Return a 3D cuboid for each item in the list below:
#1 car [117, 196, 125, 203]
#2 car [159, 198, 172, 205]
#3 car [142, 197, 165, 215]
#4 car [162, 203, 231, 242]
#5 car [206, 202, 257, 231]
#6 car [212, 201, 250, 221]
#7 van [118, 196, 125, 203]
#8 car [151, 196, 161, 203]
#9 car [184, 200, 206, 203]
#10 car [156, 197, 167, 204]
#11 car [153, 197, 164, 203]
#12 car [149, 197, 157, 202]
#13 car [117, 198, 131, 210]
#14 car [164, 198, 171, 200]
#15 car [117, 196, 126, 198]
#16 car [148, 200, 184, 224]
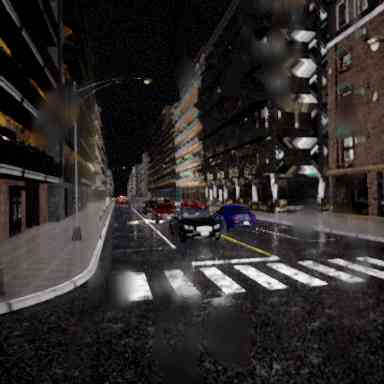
[{"bbox_3d":[-19.881,1.964,93.191,2.192,1.841,5.009,-1,0,-13],"label":"car"},{"bbox_3d":[-5.463,1.862,67.404,2.008,1.369,4.403,-1,0,-13],"label":"car"},{"bbox_3d":[-4.453,1.686,36.698,1.837,1.490,4.892,-1,0,-13],"label":"car"},{"bbox_3d":[0.022,1.550,16.822,2.128,1.511,4.902,-1,0,-13],"label":"car"},{"bbox_3d":[2.463,1.554,20.550,1.812,1.442,4.674,-1,0,-13],"label":"car"},{"bbox_3d":[3.230,1.562,28.910,1.752,1.417,4.829,-1,0,-13],"label":"car"},{"bbox_3d":[-18.633,1.941,87.670,1.690,1.788,3.998,-1,0,-13],"label":"van"},{"bbox_3d":[-9.206,1.874,83.971,1.967,1.590,4.097,-1,0,-13],"label":"car"},{"bbox_3d":[0.773,1.655,39.788,1.887,1.381,4.507,-1,0,-13],"label":"car"},{"bbox_3d":[-6.710,1.902,72.927,2.008,1.369,4.403,-1,0,-13],"label":"car"},{"bbox_3d":[-7.958,1.936,78.450,1.887,1.381,4.507,-1,0,-13],"label":"car"},{"bbox_3d":[-10.452,2.059,89.495,1.802,1.307,4.206,-1,0,-13],"label":"car"},{"bbox_3d":[-9.899,1.894,49.007,1.802,1.307,4.206,-1,0,-13],"label":"car"},{"bbox_3d":[-3.553,1.730,46.995,1.812,1.442,4.674,-1,0,-12],"label":"car"},{"bbox_3d":[-14.892,1.789,71.101,2.192,1.841,5.009,-1,0,-13],"label":"car"},{"bbox_3d":[-2.179,1.641,26.578,1.812,1.442,4.674,-1,0,-13],"label":"car"}]
